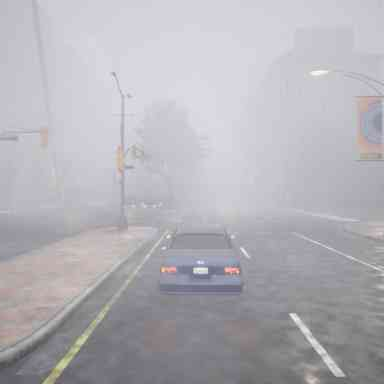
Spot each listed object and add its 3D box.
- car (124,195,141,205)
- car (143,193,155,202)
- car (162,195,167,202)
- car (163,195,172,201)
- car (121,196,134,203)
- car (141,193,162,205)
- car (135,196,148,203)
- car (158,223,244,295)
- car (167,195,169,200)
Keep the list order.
[{"bbox_3d":[-10.535,1.352,57.783,2.097,1.767,4.553,0,0,1],"label":"car"},{"bbox_3d":[-10.076,1.225,78.643,2.150,2.045,5.566,0,0,1],"label":"car"},{"bbox_3d":[-6.822,1.352,66.678,2.097,1.767,4.553,0,0,1],"label":"car"},{"bbox_3d":[-6.431,1.478,86.546,1.882,1.535,5.008,0,0,1],"label":"car"},{"bbox_3d":[-13.488,1.595,69.746,1.895,1.301,4.718,0,0,1],"label":"car"},{"bbox_3d":[-7.035,1.352,57.907,2.097,1.767,4.553,0,0,1],"label":"car"},{"bbox_3d":[-10.278,1.505,67.958,1.837,1.490,4.892,0,0,1],"label":"car"},{"bbox_3d":[0.225,1.547,8.856,2.033,1.411,5.357,0,0,1],"label":"car"},{"bbox_3d":[-6.615,1.525,76.452,2.128,1.511,4.902,0,0,1],"label":"car"}]
